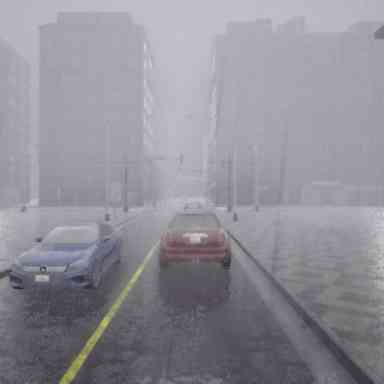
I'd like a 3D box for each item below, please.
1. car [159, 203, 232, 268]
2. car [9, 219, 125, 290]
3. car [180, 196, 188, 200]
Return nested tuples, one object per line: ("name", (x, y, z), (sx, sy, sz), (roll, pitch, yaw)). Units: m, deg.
("car", (0.102, 1.364, 11.439), (2.097, 1.767, 4.553), (0, 0, 0))
("car", (-3.097, 1.535, 9.214), (1.812, 1.442, 4.674), (0, 0, 0))
("car", (-2.169, 1.780, 89.880), (2.128, 1.511, 4.902), (0, 0, 0))
